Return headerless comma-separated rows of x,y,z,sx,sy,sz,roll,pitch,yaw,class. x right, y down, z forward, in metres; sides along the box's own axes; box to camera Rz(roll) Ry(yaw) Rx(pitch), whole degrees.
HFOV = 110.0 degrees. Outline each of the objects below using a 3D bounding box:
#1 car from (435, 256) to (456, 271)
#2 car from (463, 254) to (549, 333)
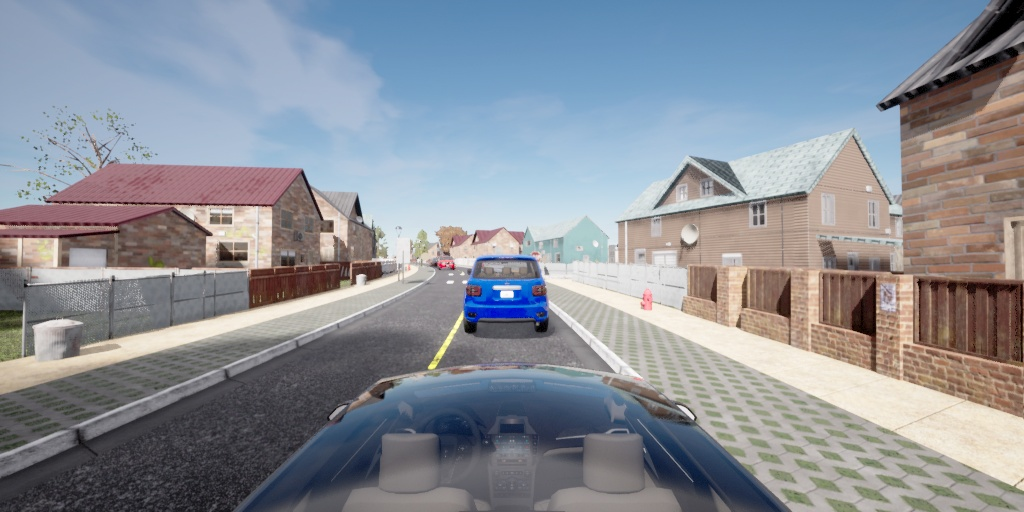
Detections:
-9.282,0.980,50.668,2.150,2.045,5.566,0,0,-15,car
-0.217,0.975,10.927,2.150,2.045,5.566,0,0,-2,car
